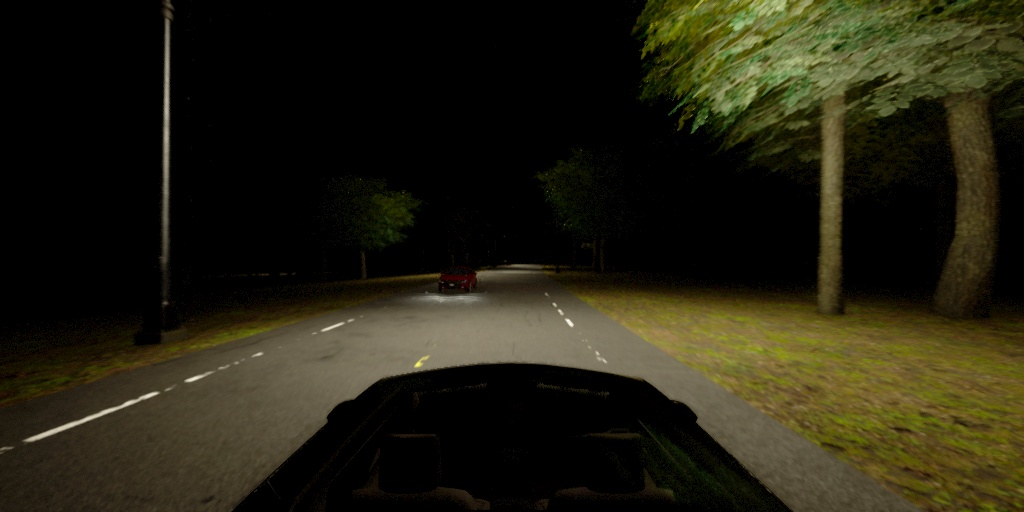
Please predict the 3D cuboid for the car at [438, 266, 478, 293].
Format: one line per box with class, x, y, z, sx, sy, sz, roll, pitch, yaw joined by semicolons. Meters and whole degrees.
car;-3.350;1.405;22.839;1.882;1.535;5.008;0;-1;1
